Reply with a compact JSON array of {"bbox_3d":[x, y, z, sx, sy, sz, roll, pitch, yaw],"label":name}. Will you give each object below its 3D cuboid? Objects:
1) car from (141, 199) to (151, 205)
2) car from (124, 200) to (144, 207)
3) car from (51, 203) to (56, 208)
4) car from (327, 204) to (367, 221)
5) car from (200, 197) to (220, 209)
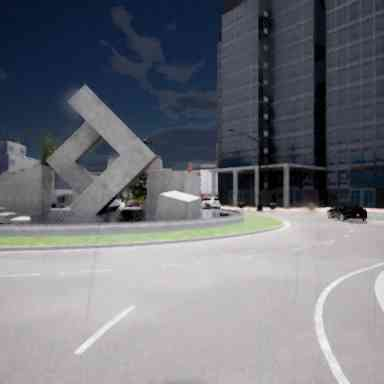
[{"bbox_3d":[-10.951,2.441,79.406,1.895,1.301,4.718,0,-1,-1],"label":"car"},{"bbox_3d":[-11.462,2.205,63.954,1.812,1.442,4.674,0,-1,12],"label":"car"},{"bbox_3d":[-22.452,2.079,49.537,4.181,1.385,1.994,1,-1,-36],"label":"car"},{"bbox_3d":[14.074,1.818,30.474,1.882,1.535,5.008,1,-1,2],"label":"car"},{"bbox_3d":[1.610,1.775,51.246,5.566,2.045,2.150,0,-1,30],"label":"car"}]
